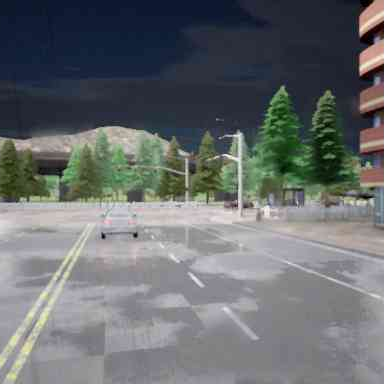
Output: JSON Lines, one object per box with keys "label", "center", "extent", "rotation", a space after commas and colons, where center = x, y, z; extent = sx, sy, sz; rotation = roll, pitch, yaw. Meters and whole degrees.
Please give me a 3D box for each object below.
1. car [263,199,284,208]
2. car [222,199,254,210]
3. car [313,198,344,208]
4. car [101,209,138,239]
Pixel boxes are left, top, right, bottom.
{"label": "car", "center": [12.282, 1.779, 46.534], "extent": [4.892, 1.490, 1.837], "rotation": [0, 0, -14]}
{"label": "car", "center": [6.731, 1.817, 48.803], "extent": [4.674, 1.442, 1.812], "rotation": [0, 0, -14]}
{"label": "car", "center": [21.380, 1.666, 52.192], "extent": [4.553, 1.767, 2.097], "rotation": [0, 0, -11]}
{"label": "car", "center": [-3.994, 1.657, 18.211], "extent": [1.812, 1.442, 4.674], "rotation": [0, 0, -13]}
